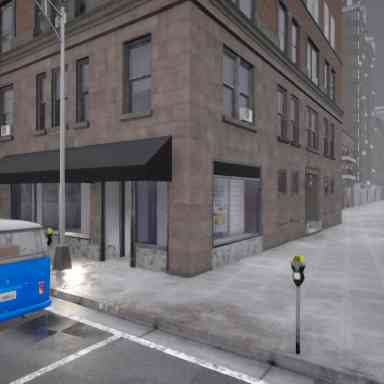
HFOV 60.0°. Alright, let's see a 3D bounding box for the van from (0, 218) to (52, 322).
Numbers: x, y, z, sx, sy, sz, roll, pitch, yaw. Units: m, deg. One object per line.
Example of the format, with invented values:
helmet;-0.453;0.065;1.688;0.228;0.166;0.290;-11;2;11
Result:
van;-4.298;1.340;6.085;3.998;1.788;1.690;0;0;35
